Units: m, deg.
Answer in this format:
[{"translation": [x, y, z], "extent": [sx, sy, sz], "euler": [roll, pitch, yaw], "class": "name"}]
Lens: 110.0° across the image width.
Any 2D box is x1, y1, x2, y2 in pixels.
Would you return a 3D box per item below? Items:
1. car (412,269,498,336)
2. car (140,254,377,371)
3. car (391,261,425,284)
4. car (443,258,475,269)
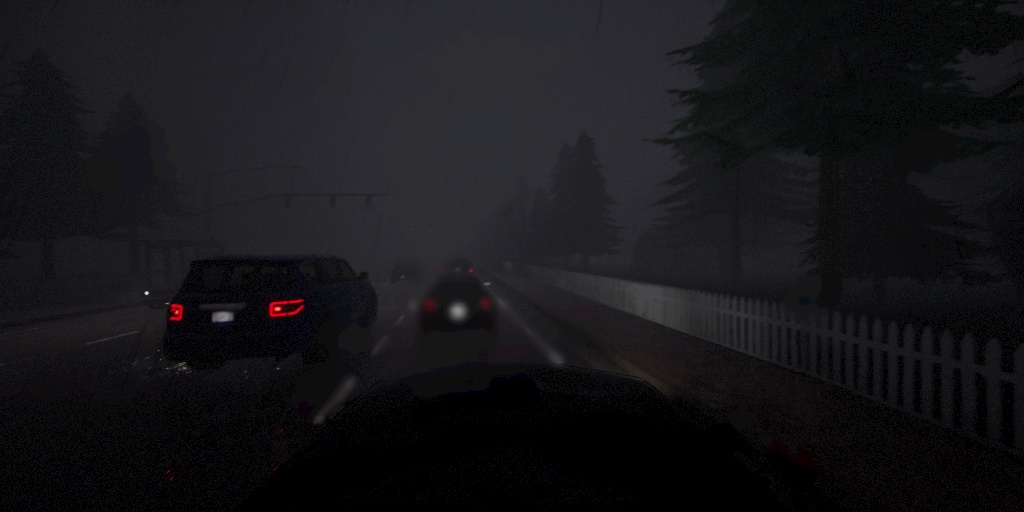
[{"translation": [-1.523, 1.251, 10.382], "extent": [1.994, 1.385, 4.181], "euler": [-1, 0, -8], "class": "car"}, {"translation": [-4.688, 0.980, 8.038], "extent": [2.150, 2.045, 5.566], "euler": [-1, 1, -8], "class": "car"}, {"translation": [-7.287, 1.119, 25.327], "extent": [2.128, 1.511, 4.902], "euler": [-1, 1, -9], "class": "car"}, {"translation": [-3.600, 0.934, 24.358], "extent": [2.097, 1.767, 4.553], "euler": [-1, 1, -9], "class": "car"}]
